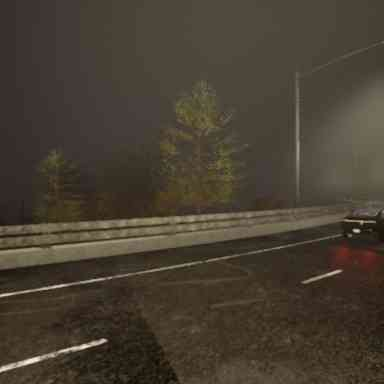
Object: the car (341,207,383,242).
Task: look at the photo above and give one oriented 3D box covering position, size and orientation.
[{"bbox_3d":[9.117,1.522,16.586,4.902,1.511,2.128,0,0,-44],"label":"car"}]
